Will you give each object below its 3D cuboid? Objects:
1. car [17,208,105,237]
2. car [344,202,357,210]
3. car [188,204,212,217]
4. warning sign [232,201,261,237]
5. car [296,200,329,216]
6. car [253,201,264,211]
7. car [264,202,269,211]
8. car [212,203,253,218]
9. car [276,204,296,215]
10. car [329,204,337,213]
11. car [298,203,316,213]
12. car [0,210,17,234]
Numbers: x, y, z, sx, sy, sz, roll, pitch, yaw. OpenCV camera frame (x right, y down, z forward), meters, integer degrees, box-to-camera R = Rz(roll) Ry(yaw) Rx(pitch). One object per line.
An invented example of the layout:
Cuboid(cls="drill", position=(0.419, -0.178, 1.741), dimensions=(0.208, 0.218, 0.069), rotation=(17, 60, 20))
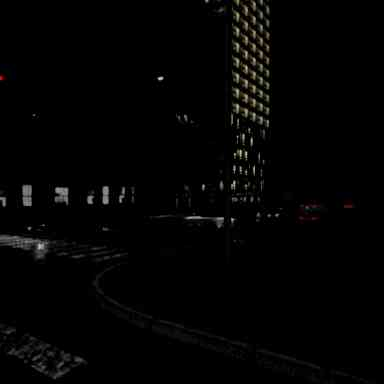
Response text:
Cuboid(cls="car", position=(-7.397, 1.744, 19.841), dimensions=(1.837, 1.490, 4.892), rotation=(0, -1, 33))
Cuboid(cls="car", position=(31.314, 2.785, 65.818), dimensions=(1.882, 1.535, 5.008), rotation=(0, -1, 33))
Cuboid(cls="car", position=(1.691, 2.173, 40.007), dimensions=(2.033, 1.411, 5.357), rotation=(0, -1, 33))
Cuboid(cls="warning sign", position=(3.051, 1.451, 18.589), dimensions=(1.300, 1.860, 1.060), rotation=(1, 1, 33))
Cuboid(cls="car", position=(16.029, 2.061, 44.052), dimensions=(2.150, 2.045, 5.566), rotation=(0, -1, 35))
Cuboid(cls="car", position=(10.853, 2.231, 54.099), dimensions=(1.837, 1.490, 4.892), rotation=(0, -1, 33))
Cuboid(cls="car", position=(13.588, 2.124, 52.342), dimensions=(2.033, 1.411, 5.357), rotation=(0, -1, 33))
Cuboid(cls="car", position=(4.861, 2.192, 38.927), dimensions=(2.033, 1.411, 5.357), rotation=(0, -1, 33))
Cuboid(cls="car", position=(13.729, 2.413, 46.451), dimensions=(1.994, 1.385, 4.181), rotation=(0, -1, 33))
Cuboid(cls="car", position=(21.757, 2.592, 53.037), dimensions=(1.994, 1.385, 4.181), rotation=(0, -1, 33))
Cuboid(cls="car", position=(19.023, 2.549, 54.793), dimensions=(1.812, 1.442, 4.674), rotation=(0, -1, 33))
Cuboid(cls="car", position=(-10.614, 1.748, 21.152), dimensions=(1.812, 1.442, 4.674), rotation=(0, -1, 36))
